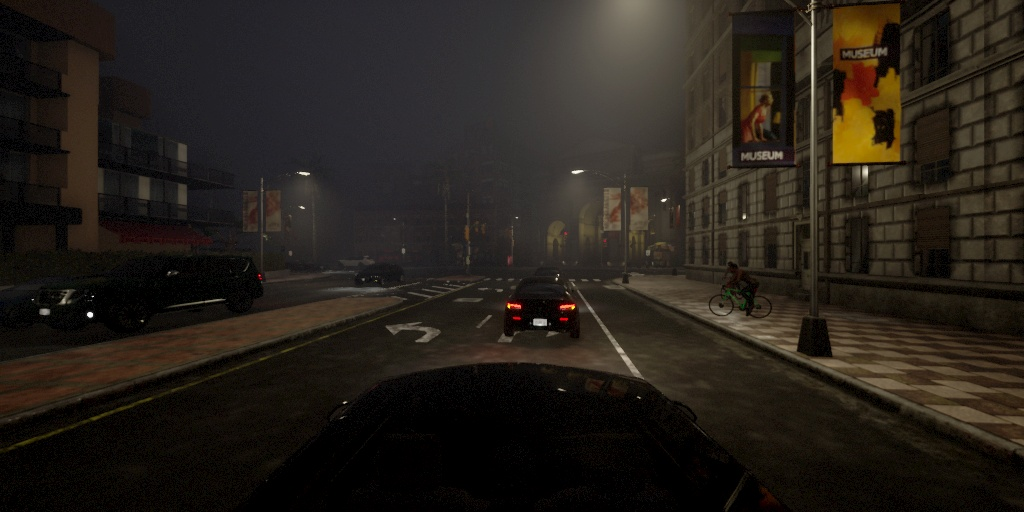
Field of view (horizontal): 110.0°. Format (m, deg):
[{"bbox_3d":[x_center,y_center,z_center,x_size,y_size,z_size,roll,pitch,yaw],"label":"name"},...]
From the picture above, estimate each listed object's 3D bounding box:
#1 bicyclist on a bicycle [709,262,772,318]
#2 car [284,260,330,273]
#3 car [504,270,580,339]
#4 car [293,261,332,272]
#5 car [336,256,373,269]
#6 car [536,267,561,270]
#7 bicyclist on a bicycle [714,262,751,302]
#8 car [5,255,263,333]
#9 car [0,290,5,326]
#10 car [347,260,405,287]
[{"bbox_3d":[6.860,1.055,10.815,1.656,1.620,0.582,0,0,22],"label":"bicyclist on a bicycle"},{"bbox_3d":[-25.503,1.259,44.029,4.902,1.511,2.128,0,0,9],"label":"car"},{"bbox_3d":[0.883,1.280,10.100,1.812,1.442,4.674,0,0,7],"label":"car"},{"bbox_3d":[-26.546,1.333,47.775,4.181,1.385,1.994,0,0,7],"label":"car"},{"bbox_3d":[-23.883,0.994,54.696,5.566,2.045,2.150,0,0,7],"label":"car"},{"bbox_3d":[1.933,1.284,18.942,1.812,1.442,4.674,0,0,7],"label":"car"},{"bbox_3d":[9.281,1.057,15.076,1.656,1.620,0.582,0,0,-28],"label":"bicyclist on a bicycle"},{"bbox_3d":[-10.707,0.975,11.244,2.150,2.045,5.566,0,0,8],"label":"car"},{"bbox_3d":[-14.197,1.301,11.668,2.033,1.411,5.357,0,0,7],"label":"car"},{"bbox_3d":[-9.114,1.265,25.059,1.837,1.490,4.892,0,0,7],"label":"car"}]
